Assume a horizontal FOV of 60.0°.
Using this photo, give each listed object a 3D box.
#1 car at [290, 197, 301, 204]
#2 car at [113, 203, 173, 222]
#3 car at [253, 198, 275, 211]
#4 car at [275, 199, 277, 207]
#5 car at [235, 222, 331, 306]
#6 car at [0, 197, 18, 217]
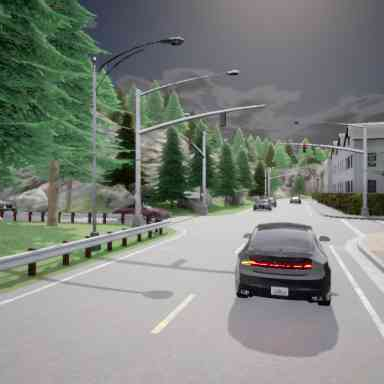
[{"bbox_3d":[19.446,1.564,62.498,1.994,1.385,4.181,0,0,18],"label":"car"},{"bbox_3d":[-3.796,1.540,25.481,4.674,1.442,1.812,0,0,17],"label":"car"},{"bbox_3d":[8.786,1.564,41.075,1.994,1.385,4.181,0,0,18],"label":"car"},{"bbox_3d":[11.814,1.564,50.606,1.994,1.385,4.181,0,0,18],"label":"car"},{"bbox_3d":[2.269,1.505,8.188,1.837,1.490,4.892,0,0,17],"label":"car"},{"bbox_3d":[-18.514,1.233,30.021,5.566,2.045,2.150,0,0,17],"label":"car"}]
